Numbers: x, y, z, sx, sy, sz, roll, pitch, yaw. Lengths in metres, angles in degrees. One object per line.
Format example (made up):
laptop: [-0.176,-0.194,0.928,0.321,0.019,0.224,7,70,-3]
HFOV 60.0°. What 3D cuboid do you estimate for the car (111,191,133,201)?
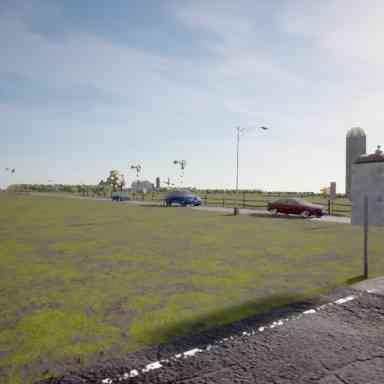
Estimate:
car: [-11.592,0.668,55.136,2.097,1.767,4.553,1,0,-36]

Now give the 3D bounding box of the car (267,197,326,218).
car: [8.503,1.233,27.341,1.882,1.535,5.008,1,0,-36]

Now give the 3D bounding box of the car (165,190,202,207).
car: [-1.144,0.745,40.617,2.150,2.045,5.566,1,0,-36]
